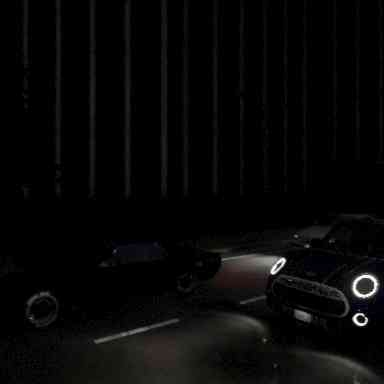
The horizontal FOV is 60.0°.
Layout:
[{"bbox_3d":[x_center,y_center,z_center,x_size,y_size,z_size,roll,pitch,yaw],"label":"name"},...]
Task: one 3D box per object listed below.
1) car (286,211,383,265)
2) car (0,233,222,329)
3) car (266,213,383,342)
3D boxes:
[{"bbox_3d":[5.744,1.529,12.369,4.674,1.442,1.812,0,0,-35],"label":"car"},{"bbox_3d":[-1.719,1.603,7.063,4.718,1.301,1.895,0,0,-35],"label":"car"},{"bbox_3d":[3.564,1.354,6.528,4.553,1.767,2.097,0,0,-35],"label":"car"}]
